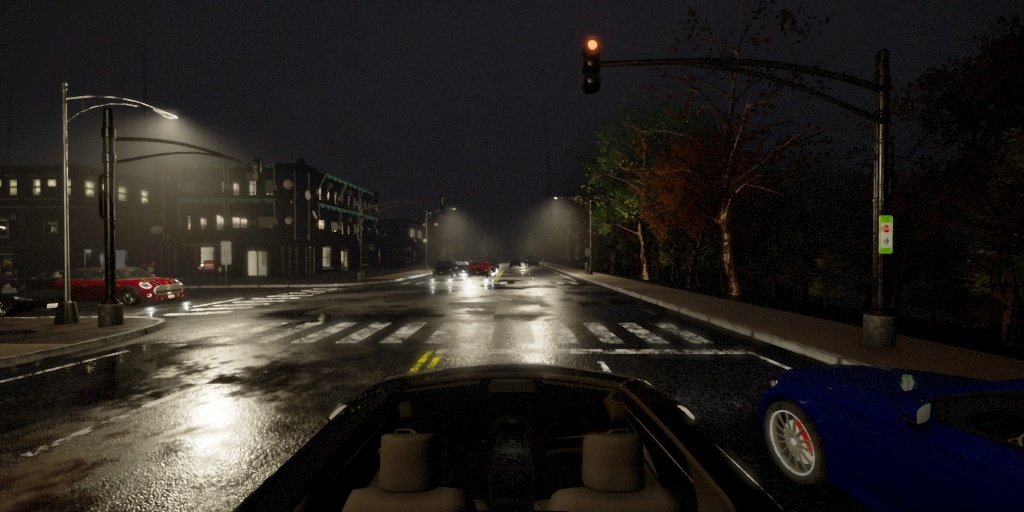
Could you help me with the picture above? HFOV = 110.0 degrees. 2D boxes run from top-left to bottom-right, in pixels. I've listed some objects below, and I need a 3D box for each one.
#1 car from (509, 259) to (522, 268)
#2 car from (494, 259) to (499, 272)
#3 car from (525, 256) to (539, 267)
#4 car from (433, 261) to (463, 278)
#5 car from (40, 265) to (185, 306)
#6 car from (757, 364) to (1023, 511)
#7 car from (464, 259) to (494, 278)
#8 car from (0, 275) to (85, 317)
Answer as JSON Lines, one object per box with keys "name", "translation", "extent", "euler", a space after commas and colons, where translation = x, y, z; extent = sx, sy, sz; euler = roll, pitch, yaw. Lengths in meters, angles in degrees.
{"name": "car", "translation": [0.587, 1.226, 62.819], "extent": [1.837, 1.490, 4.892], "euler": [0, -2, 0]}
{"name": "car", "translation": [-2.994, 1.261, 44.641], "extent": [1.812, 1.442, 4.674], "euler": [0, 0, 1]}
{"name": "car", "translation": [3.853, 1.204, 64.701], "extent": [1.882, 1.535, 5.008], "euler": [0, 0, 1]}
{"name": "car", "translation": [-6.330, 1.217, 34.738], "extent": [1.882, 1.535, 5.008], "euler": [0, 0, 1]}
{"name": "car", "translation": [-17.989, 1.302, 16.539], "extent": [4.553, 1.767, 2.097], "euler": [-1, 1, 0]}
{"name": "car", "translation": [3.355, 1.276, 1.635], "extent": [1.812, 1.442, 4.674], "euler": [0, 0, 1]}
{"name": "car", "translation": [-3.074, 1.217, 34.580], "extent": [1.882, 1.535, 5.008], "euler": [0, 0, 1]}
{"name": "car", "translation": [-19.854, 1.565, 13.822], "extent": [4.313, 1.339, 1.948], "euler": [0, 0, 1]}
